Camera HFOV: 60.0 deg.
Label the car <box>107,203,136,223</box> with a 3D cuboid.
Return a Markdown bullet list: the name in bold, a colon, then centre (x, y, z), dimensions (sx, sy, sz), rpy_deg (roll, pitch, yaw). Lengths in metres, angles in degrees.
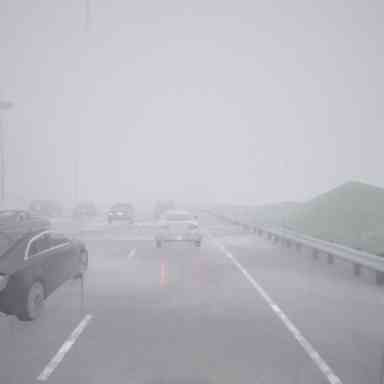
- **car**: centre (-5.346, 1.565, 25.489), dimensions (2.033, 1.411, 5.357), rpy_deg (0, 0, -8)

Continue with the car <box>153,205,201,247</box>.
- **car**: centre (-0.680, 1.531, 15.107), dimensions (1.812, 1.442, 4.674), rpy_deg (0, 0, -5)

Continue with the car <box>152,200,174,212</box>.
- **car**: centre (-2.629, 1.505, 30.797), dimensions (2.128, 1.511, 4.902), rpy_deg (0, 0, -9)

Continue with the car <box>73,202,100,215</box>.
- **car**: centre (-9.732, 1.591, 30.793), dimensions (1.994, 1.385, 4.181), rpy_deg (0, 0, -10)

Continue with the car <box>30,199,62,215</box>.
- **car**: centre (-13.089, 1.385, 29.679), dimensions (2.097, 1.767, 4.553), rpy_deg (0, 0, -9)

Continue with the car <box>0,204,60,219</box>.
- **car**: centre (-7.624, 1.509, 14.234), dimensions (2.128, 1.511, 4.902), rpy_deg (0, 0, -5)

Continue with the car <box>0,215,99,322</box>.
- **car**: centre (-3.678, 1.502, 7.175), dimensions (2.128, 1.511, 4.902), rpy_deg (0, 0, -2)
